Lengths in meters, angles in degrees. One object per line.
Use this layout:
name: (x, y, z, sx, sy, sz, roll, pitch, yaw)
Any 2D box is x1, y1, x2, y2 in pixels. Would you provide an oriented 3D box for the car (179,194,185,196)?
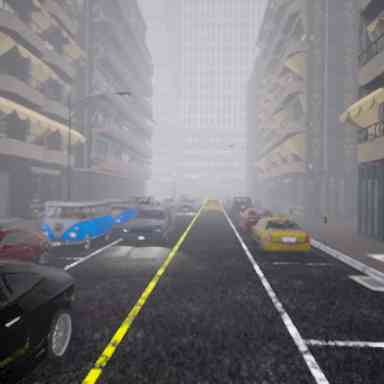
car: (-2.457, 1.405, 47.183, 1.752, 1.417, 4.829, 1, 0, 4)

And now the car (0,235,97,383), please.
car: (-2.719, 1.490, 3.207, 1.812, 1.442, 4.674, 1, 0, 5)

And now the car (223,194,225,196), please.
car: (5.778, 1.488, 52.664, 1.752, 1.417, 4.829, 1, 0, 4)

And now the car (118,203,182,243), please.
car: (-1.912, 1.492, 16.245, 2.033, 1.411, 5.357, 1, 0, 4)

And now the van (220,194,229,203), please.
van: (6.818, 1.291, 69.382, 1.690, 1.788, 3.998, 1, 0, 4)

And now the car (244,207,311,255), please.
car: (3.333, 1.535, 13.258, 1.752, 1.417, 4.829, 1, 0, 4)

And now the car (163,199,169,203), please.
car: (-3.495, 1.480, 30.464, 1.802, 1.307, 4.206, 1, 0, 4)

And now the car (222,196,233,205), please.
car: (6.127, 1.483, 58.294, 1.752, 1.417, 4.829, 1, 0, 4)

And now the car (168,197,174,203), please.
car: (-2.797, 1.467, 41.723, 1.802, 1.307, 4.206, 1, 0, 4)

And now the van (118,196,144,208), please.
van: (-4.190, 1.254, 19.204, 1.690, 1.788, 3.998, 1, 0, 4)

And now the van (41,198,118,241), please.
van: (-4.539, 1.262, 13.574, 1.690, 1.788, 3.998, 1, 0, 4)

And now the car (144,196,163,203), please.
car: (-3.840, 1.221, 24.833, 2.192, 1.841, 5.009, 1, 0, 4)

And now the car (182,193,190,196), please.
car: (-1.395, 1.180, 64.241, 2.192, 1.841, 5.009, 1, 0, 4)

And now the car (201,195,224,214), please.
car: (2.230, 1.431, 35.330, 1.882, 1.535, 5.008, 1, 0, 4)

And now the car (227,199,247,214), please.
car: (4.730, 1.505, 35.776, 1.752, 1.417, 4.829, 1, 0, 4)

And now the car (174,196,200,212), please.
car: (-0.470, 1.465, 37.883, 2.033, 1.411, 5.357, 1, 0, 4)

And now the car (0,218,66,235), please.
car: (-4.892, 1.511, 7.945, 1.802, 1.307, 4.206, 1, 0, 4)

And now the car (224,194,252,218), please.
car: (4.374, 1.302, 29.976, 2.192, 1.841, 5.009, 1, 0, 4)

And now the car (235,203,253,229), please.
car: (3.671, 1.546, 18.717, 1.887, 1.381, 4.507, 1, 0, 4)

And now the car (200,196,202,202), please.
car: (1.198, 1.458, 64.751, 1.994, 1.385, 4.181, 1, 0, 4)
